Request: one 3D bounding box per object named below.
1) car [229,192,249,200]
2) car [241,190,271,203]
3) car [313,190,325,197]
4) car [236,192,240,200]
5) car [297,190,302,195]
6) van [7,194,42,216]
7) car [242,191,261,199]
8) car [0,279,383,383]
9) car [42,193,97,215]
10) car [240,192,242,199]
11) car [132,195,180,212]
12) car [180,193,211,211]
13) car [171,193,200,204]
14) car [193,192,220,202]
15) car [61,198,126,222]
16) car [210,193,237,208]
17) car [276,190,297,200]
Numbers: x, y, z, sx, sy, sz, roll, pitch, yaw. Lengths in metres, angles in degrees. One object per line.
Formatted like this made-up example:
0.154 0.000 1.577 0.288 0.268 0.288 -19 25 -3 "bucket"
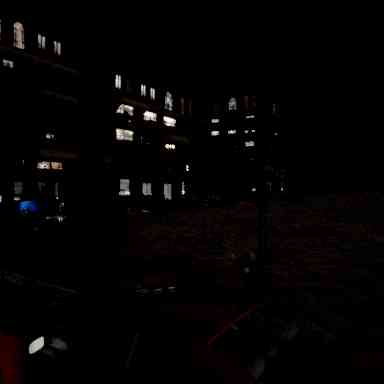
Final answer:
8.636 0.642 60.536 1.947 1.339 4.313 2 2 35 "car"
9.173 0.871 46.608 2.008 1.369 4.403 2 2 35 "car"
28.898 0.253 75.638 1.882 1.535 5.008 1 1 35 "car"
4.736 0.811 50.300 2.033 1.411 5.357 1 1 35 "car"
27.682 0.107 87.990 1.887 1.381 4.507 2 2 35 "car"
-13.581 1.027 28.501 1.690 1.788 3.998 2 2 35 "van"
11.714 0.518 64.971 1.752 1.417 4.829 2 2 35 "car"
-0.314 1.544 3.089 4.507 1.381 1.887 0 0 36 "car"
-10.106 1.023 28.991 2.097 1.767 4.553 1 1 35 "car"
9.722 0.825 52.016 1.895 1.301 4.718 1 1 35 "car"
-3.715 1.070 32.628 1.882 1.535 5.008 1 1 35 "car"
-0.351 1.127 32.880 1.887 1.381 4.507 2 2 35 "car"
-0.887 0.902 46.809 1.947 1.339 4.313 2 2 35 "car"
2.288 0.800 51.384 2.008 1.369 4.403 2 2 35 "car"
-6.698 1.323 23.730 1.947 1.339 4.313 2 2 35 "car"
2.824 1.045 37.456 2.008 1.369 4.403 2 2 35 "car"
15.619 0.670 55.899 1.752 1.417 4.829 2 2 35 "car"
